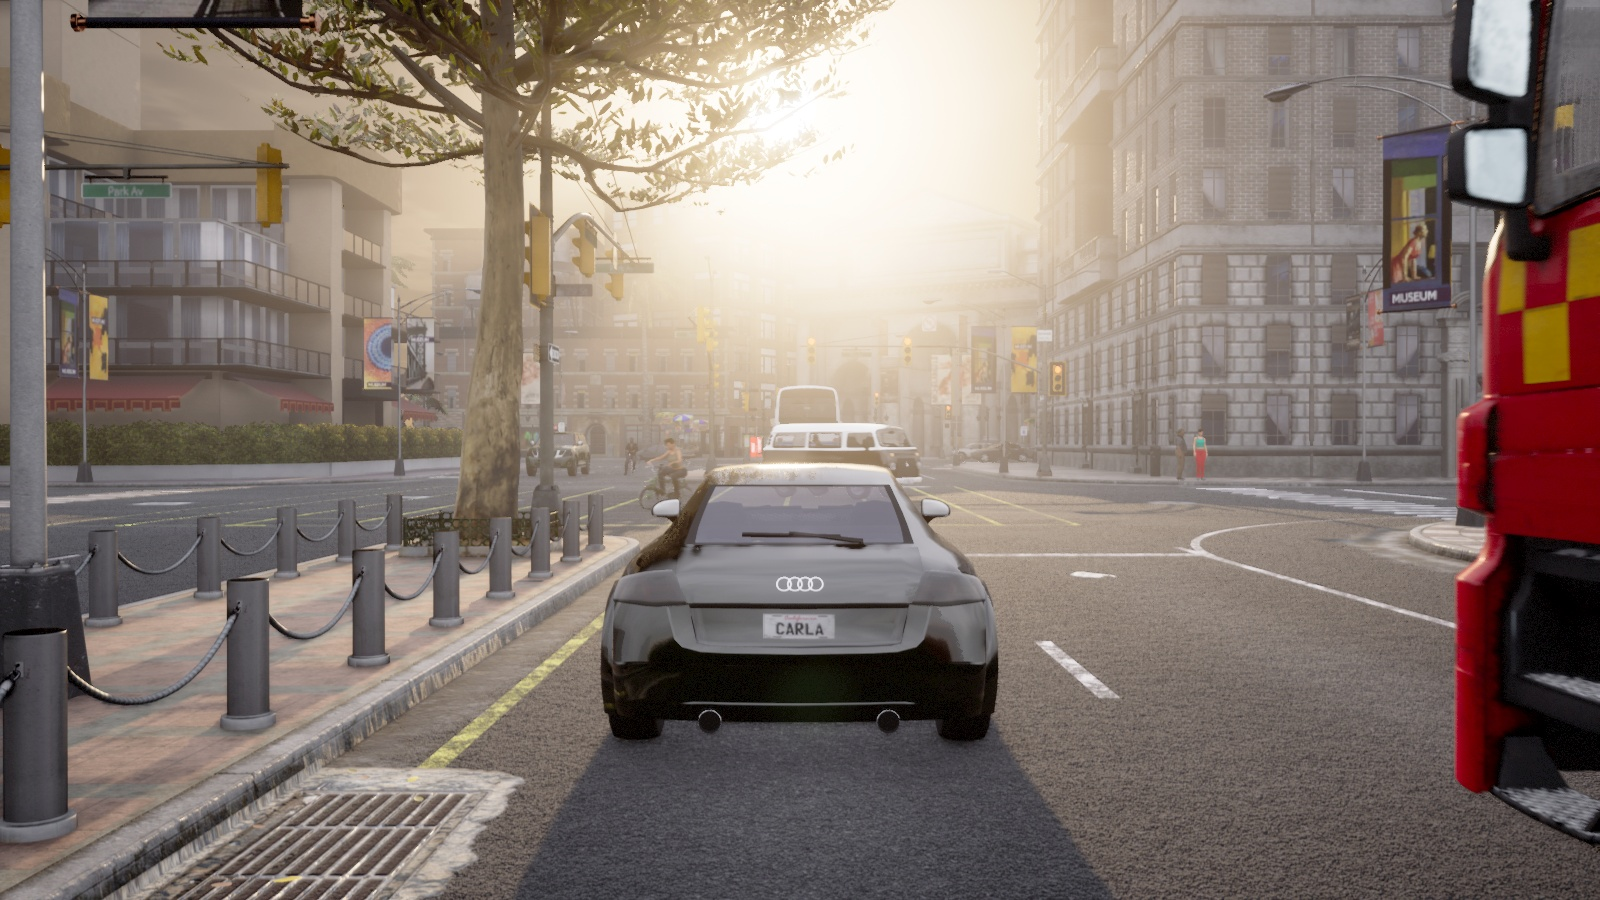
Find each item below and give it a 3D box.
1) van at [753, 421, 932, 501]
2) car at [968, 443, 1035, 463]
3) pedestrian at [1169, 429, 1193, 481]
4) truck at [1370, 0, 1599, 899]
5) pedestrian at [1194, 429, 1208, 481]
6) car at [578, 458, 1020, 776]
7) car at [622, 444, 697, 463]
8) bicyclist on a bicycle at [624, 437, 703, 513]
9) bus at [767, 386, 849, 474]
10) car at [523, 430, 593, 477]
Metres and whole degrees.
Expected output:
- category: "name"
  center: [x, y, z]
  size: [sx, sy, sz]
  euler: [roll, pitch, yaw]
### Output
- category: "van"
  center: [1.113, 0.288, 34.069]
  size: [4.480, 2.038, 2.069]
  euler: [0, 0, 38]
- category: "car"
  center: [15.395, 0.240, 96.062]
  size: [4.892, 1.490, 1.837]
  euler: [0, 0, 1]
- category: "pedestrian"
  center: [13.530, 0.171, 44.621]
  size: [0.694, 1.848, 0.540]
  euler: [0, 0, 31]
- category: "truck"
  center: [3.518, -0.417, 0.361]
  size: [2.891, 3.827, 8.468]
  euler: [0, 0, 0]
- category: "pedestrian"
  center: [14.171, 0.172, 44.407]
  size: [0.345, 1.836, 0.594]
  euler: [0, 0, 5]
- category: "car"
  center: [0.003, 0.768, 7.765]
  size: [1.994, 1.385, 4.181]
  euler: [0, 0, 0]
- category: "car"
  center: [-10.636, 0.266, 95.177]
  size: [5.357, 1.411, 2.033]
  euler: [0, 0, 25]
- category: "bicyclist on a bicycle"
  center: [-3.033, 0.529, 27.876]
  size: [1.509, 1.612, 0.866]
  euler: [0, 2, -43]
- category: "bus"
  center: [0.400, -0.987, 65.533]
  size: [3.944, 4.253, 10.273]
  euler: [0, 0, 0]
- category: "car"
  center: [-11.144, 0.139, 58.279]
  size: [2.150, 2.045, 5.566]
  euler: [0, 0, 0]
